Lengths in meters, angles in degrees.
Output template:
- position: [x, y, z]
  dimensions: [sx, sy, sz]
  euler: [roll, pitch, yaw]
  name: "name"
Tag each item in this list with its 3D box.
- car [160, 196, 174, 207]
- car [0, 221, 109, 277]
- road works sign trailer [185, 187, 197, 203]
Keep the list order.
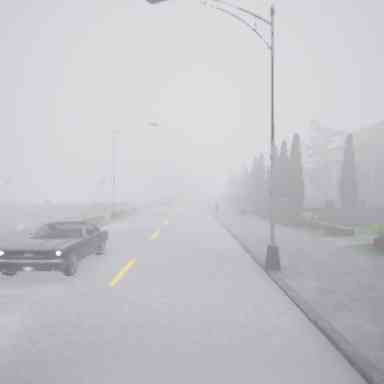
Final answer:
- position: [-4.054, 1.506, 54.246]
  dimensions: [2.097, 1.767, 4.553]
  euler: [0, 0, 0]
  name: "car"
- position: [-4.100, 1.631, 10.547]
  dimensions: [1.895, 1.301, 4.718]
  euler: [0, 0, 0]
  name: "car"
- position: [0.000, 0.683, 77.032]
  dimensions: [2.380, 3.560, 2.880]
  euler: [0, 0, 0]
  name: "road works sign trailer"
